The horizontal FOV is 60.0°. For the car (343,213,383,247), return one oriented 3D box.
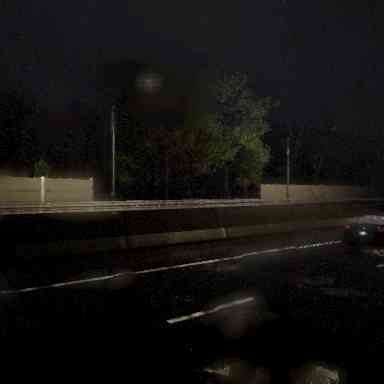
[{"bbox_3d":[8.269,1.572,14.067,4.181,1.385,1.994,0,0,-35],"label":"car"}]
